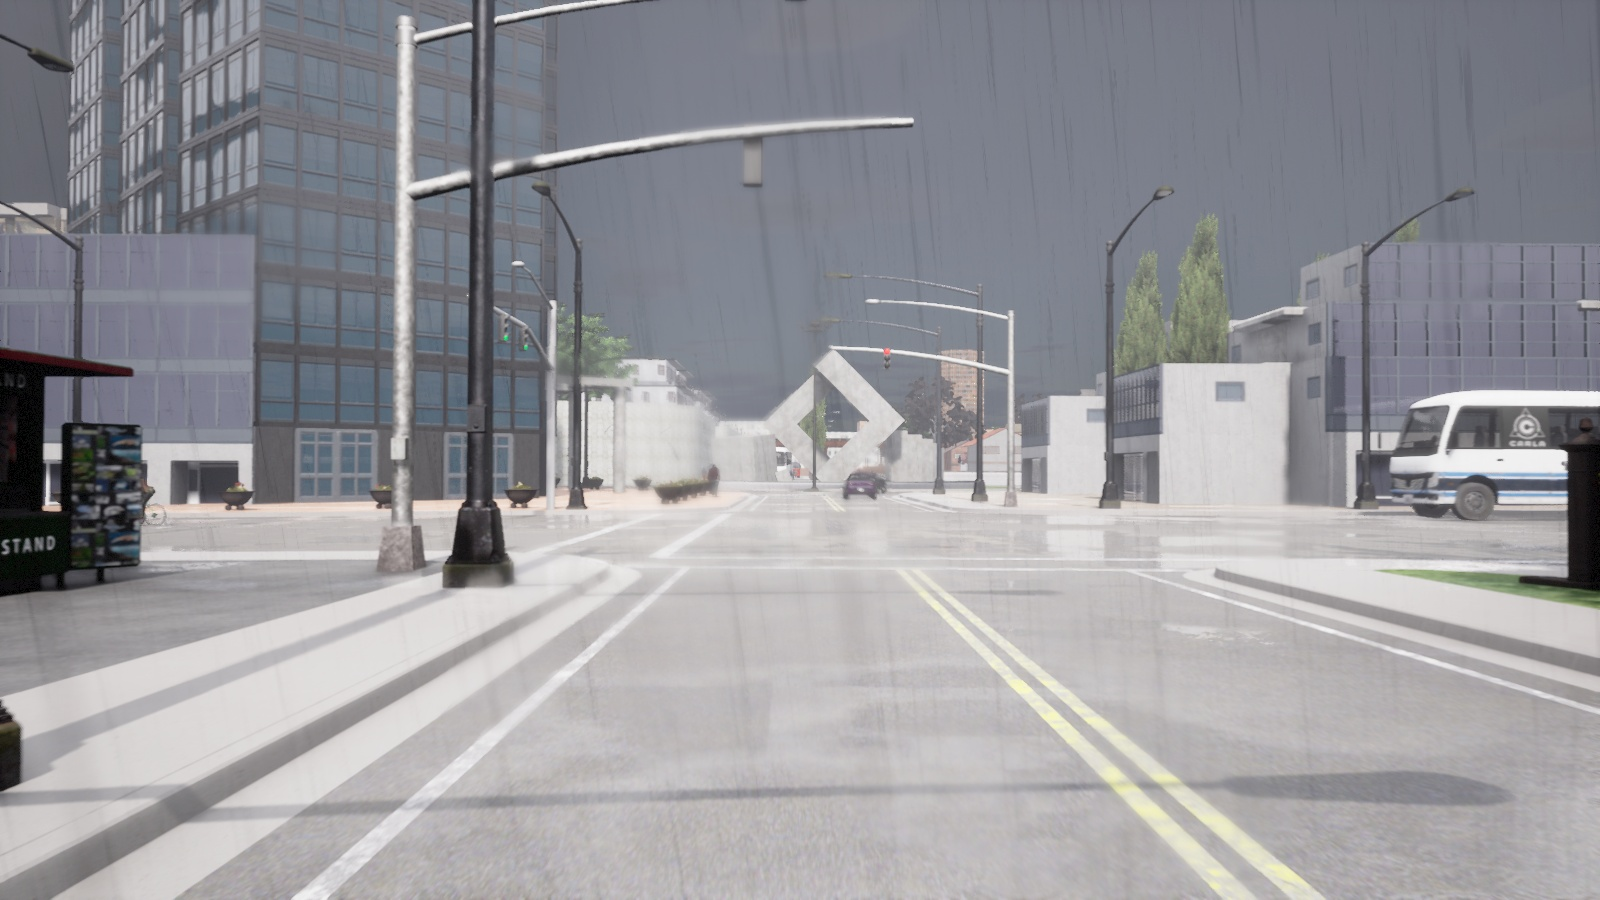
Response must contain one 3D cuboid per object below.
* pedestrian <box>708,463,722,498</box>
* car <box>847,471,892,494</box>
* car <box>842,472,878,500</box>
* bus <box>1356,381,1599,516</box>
[{"bbox_3d":[-4.563,1.623,67.228,0.634,1.844,0.899,0,-1,-9],"label":"pedestrian"},{"bbox_3d":[4.721,2.165,84.394,2.128,1.511,4.902,-1,-1,14],"label":"car"},{"bbox_3d":[3.331,1.987,70.030,1.816,1.474,4.193,0,-1,0],"label":"car"},{"bbox_3d":[24.504,-0.010,41.699,10.273,4.253,3.944,0,-1,0],"label":"bus"}]
